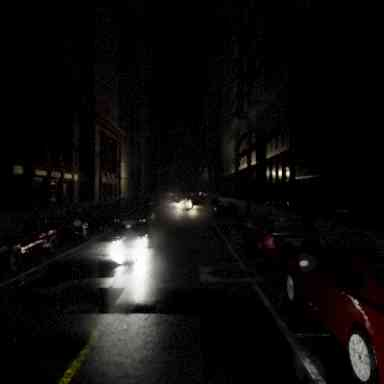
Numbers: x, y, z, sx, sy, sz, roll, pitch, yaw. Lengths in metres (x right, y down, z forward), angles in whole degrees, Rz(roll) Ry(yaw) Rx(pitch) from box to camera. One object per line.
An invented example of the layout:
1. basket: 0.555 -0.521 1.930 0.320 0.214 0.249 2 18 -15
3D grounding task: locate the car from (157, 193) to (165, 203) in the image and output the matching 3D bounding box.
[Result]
1. car: -5.752 1.090 49.924 2.192 1.841 5.009 0 0 0

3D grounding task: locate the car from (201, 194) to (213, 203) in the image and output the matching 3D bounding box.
1. car: 2.773 1.169 61.141 1.967 1.590 4.097 0 0 0

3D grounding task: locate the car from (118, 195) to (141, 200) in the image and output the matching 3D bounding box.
1. car: -5.755 1.314 27.518 1.967 1.590 4.097 0 0 0

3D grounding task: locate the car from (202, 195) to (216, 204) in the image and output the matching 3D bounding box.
1. car: 2.772 1.303 55.539 2.008 1.369 4.403 0 0 0

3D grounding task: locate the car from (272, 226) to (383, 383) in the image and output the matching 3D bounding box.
1. car: 2.767 1.521 5.121 1.887 1.381 4.507 0 0 0

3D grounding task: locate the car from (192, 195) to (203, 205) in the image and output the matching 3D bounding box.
1. car: 0.848 1.263 54.186 1.837 1.490 4.892 0 0 0

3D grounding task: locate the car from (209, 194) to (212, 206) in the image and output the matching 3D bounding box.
1. car: 2.771 1.365 44.336 1.947 1.339 4.313 0 0 0

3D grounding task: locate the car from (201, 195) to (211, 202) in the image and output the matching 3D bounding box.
1. car: 2.774 1.289 66.743 1.802 1.307 4.206 0 0 0

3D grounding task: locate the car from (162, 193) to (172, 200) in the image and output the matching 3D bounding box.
1. car: -5.750 1.103 77.933 1.967 1.590 4.097 0 0 0

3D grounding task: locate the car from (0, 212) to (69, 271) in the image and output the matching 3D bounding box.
1. car: -5.758 1.532 10.713 1.802 1.307 4.206 0 0 0

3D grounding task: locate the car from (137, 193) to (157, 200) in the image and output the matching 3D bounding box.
1. car: -5.754 1.138 38.721 2.192 1.841 5.009 0 0 0

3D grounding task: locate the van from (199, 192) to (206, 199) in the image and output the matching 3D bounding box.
1. van: 2.777 0.962 89.150 1.690 1.788 3.998 0 0 0

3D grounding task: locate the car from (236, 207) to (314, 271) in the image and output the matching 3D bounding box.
1. car: 2.768 1.391 10.722 1.967 1.590 4.097 0 0 0

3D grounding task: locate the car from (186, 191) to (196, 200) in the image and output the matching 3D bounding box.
1. car: 0.011 1.033 78.966 1.837 1.490 4.892 0 0 0

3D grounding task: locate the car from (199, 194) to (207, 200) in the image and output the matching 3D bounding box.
1. car: 2.776 1.167 83.719 1.752 1.417 4.829 0 0 0

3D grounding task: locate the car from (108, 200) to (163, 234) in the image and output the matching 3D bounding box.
1. car: -3.097 1.406 18.670 2.128 1.511 4.902 0 0 0

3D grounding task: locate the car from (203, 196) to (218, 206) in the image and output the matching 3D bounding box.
1. car: 2.772 1.341 49.937 1.947 1.339 4.313 0 0 0

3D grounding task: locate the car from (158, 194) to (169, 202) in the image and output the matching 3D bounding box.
1. car: -5.751 1.232 66.560 1.752 1.417 4.829 0 0 0

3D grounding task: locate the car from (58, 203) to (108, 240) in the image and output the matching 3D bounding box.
1. car: -5.757 1.365 16.315 1.967 1.590 4.097 0 0 0

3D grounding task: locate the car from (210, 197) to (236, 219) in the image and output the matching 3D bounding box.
1. car: 2.770 1.419 27.529 1.887 1.381 4.507 0 0 0

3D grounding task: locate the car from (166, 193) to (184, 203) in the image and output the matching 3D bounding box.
1. car: -3.028 1.284 59.231 2.033 1.411 5.357 0 0 1

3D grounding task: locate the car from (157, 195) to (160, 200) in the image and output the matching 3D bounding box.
1. car: -5.754 1.381 44.323 1.802 1.307 4.206 0 0 0

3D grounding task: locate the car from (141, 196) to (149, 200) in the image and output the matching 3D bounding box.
1. car: -5.755 1.414 33.120 1.947 1.339 4.313 0 0 0

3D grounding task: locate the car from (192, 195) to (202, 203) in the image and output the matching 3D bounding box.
1. car: 0.908 1.259 60.186 1.812 1.442 4.674 0 0 0

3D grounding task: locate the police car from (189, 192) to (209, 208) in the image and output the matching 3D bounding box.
1. police car: 0.865 1.225 44.293 1.930 1.638 5.238 0 0 0

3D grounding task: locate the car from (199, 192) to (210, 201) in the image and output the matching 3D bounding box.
1. car: 2.775 1.000 72.344 2.192 1.841 5.009 0 0 0
